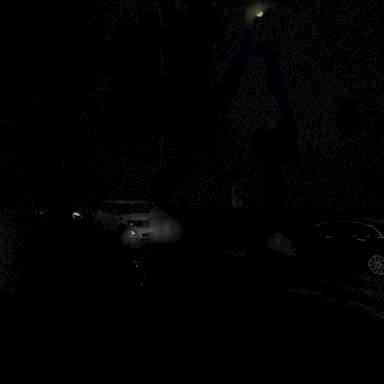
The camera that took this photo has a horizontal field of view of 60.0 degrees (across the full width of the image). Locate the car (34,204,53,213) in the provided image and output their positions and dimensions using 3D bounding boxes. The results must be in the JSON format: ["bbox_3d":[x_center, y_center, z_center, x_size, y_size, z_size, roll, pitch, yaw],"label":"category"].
[{"bbox_3d":[-23.201,2.586,51.736,1.895,1.301,4.718,0,-1,-34],"label":"car"}]

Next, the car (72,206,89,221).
[{"bbox_3d":[-10.399,2.083,32.846,1.994,1.385,4.181,0,-1,-34],"label":"car"}]

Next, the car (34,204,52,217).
[{"bbox_3d":[-17.985,2.195,38.890,2.128,1.511,4.902,0,-1,-34],"label":"car"}]

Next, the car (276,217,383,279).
[{"bbox_3d":[4.837,1.549,10.365,1.837,1.490,4.892,0,-1,-34],"label":"car"}]

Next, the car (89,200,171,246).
[{"bbox_3d":[-3.201,1.420,16.969,2.150,2.045,5.566,0,-1,-34],"label":"car"}]
